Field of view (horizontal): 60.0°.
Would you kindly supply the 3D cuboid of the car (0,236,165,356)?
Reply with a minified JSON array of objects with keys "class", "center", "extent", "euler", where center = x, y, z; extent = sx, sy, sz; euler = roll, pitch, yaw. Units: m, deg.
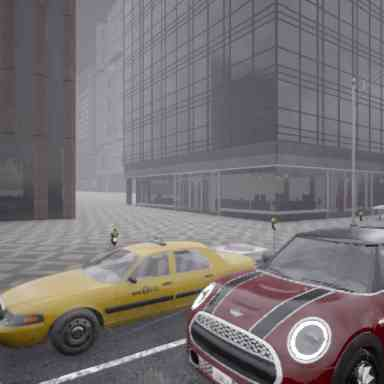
[{"class":"car","center":[-0.864,1.527,6.033],"extent":[4.829,1.417,1.752],"euler":[0,0,-35]}]

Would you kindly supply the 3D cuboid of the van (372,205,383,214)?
[{"class":"van","center":[8.134,1.353,12.438],"extent":[3.998,1.788,1.690],"euler":[0,0,-35]}]

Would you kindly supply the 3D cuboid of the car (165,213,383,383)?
[{"class":"car","center":[2.142,1.356,4.780],"extent":[4.553,1.767,2.097],"euler":[0,0,-35]}]
